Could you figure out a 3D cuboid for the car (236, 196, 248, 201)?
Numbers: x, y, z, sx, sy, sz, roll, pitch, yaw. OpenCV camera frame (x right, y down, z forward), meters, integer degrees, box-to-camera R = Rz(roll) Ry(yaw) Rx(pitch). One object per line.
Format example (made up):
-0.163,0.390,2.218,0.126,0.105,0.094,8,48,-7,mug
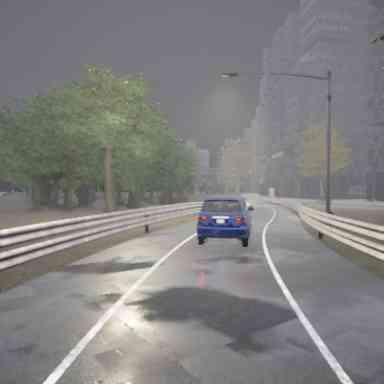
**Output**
12.202,1.549,81.570,1.895,1.301,4.718,0,0,-3,car

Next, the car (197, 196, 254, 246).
1.644,1.247,15.623,2.150,2.045,5.566,0,0,11,car
